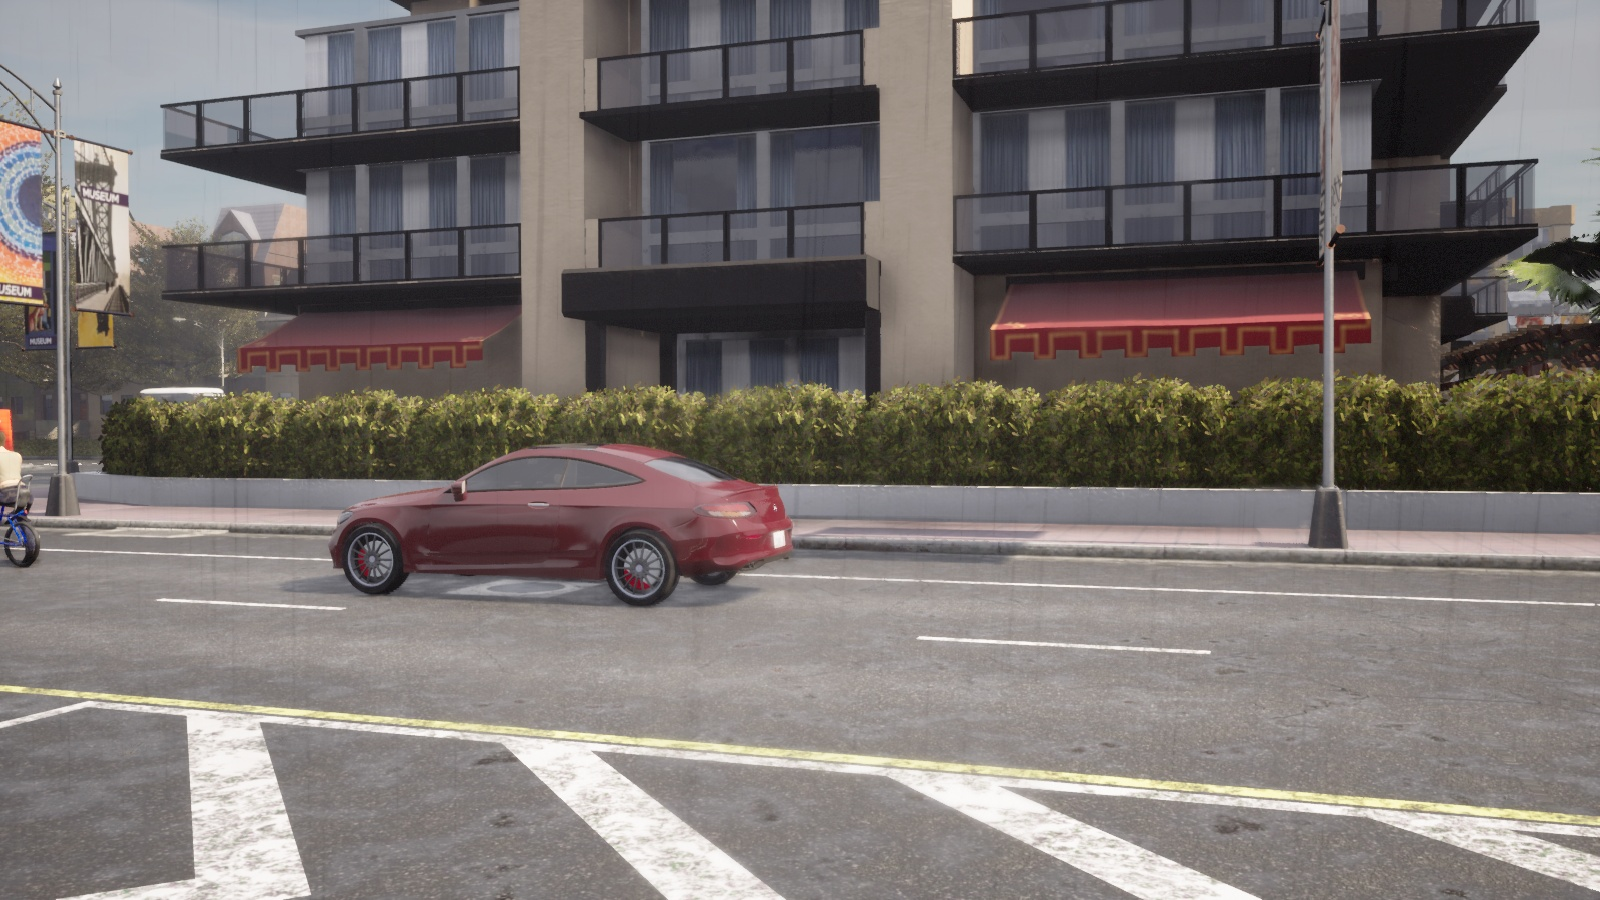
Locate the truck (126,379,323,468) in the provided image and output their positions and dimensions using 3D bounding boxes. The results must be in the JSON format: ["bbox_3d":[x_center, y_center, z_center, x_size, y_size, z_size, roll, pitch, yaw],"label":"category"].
[{"bbox_3d":[-23.998,-1.093,52.931,2.891,3.462,7.936,1,1,18],"label":"truck"}]

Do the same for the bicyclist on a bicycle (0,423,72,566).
[{"bbox_3d":[-9.546,0.490,14.820,1.509,1.612,0.866,1,1,19],"label":"bicyclist on a bicycle"}]

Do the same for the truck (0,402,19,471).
[{"bbox_3d":[-30.672,-0.478,43.900,2.627,2.467,5.204,1,1,18],"label":"truck"}]

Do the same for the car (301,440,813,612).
[{"bbox_3d":[-2.382,0.645,12.406,4.674,1.442,1.812,1,1,19],"label":"car"}]
